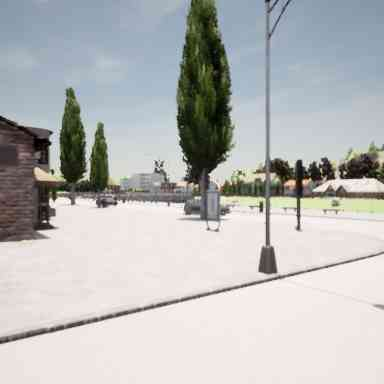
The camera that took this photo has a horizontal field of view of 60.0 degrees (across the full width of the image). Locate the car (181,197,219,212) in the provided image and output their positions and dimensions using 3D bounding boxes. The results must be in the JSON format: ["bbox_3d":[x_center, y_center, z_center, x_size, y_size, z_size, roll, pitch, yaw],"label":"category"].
[{"bbox_3d":[0.892,1.450,39.770,1.882,1.535,5.008,0,0,-36],"label":"car"}]

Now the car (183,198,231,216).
[{"bbox_3d":[1.329,1.525,31.957,2.033,1.411,5.357,0,0,-36],"label":"car"}]

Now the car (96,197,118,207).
[{"bbox_3d":[-13.490,1.525,52.732,2.033,1.411,5.357,0,0,-35],"label":"car"}]
